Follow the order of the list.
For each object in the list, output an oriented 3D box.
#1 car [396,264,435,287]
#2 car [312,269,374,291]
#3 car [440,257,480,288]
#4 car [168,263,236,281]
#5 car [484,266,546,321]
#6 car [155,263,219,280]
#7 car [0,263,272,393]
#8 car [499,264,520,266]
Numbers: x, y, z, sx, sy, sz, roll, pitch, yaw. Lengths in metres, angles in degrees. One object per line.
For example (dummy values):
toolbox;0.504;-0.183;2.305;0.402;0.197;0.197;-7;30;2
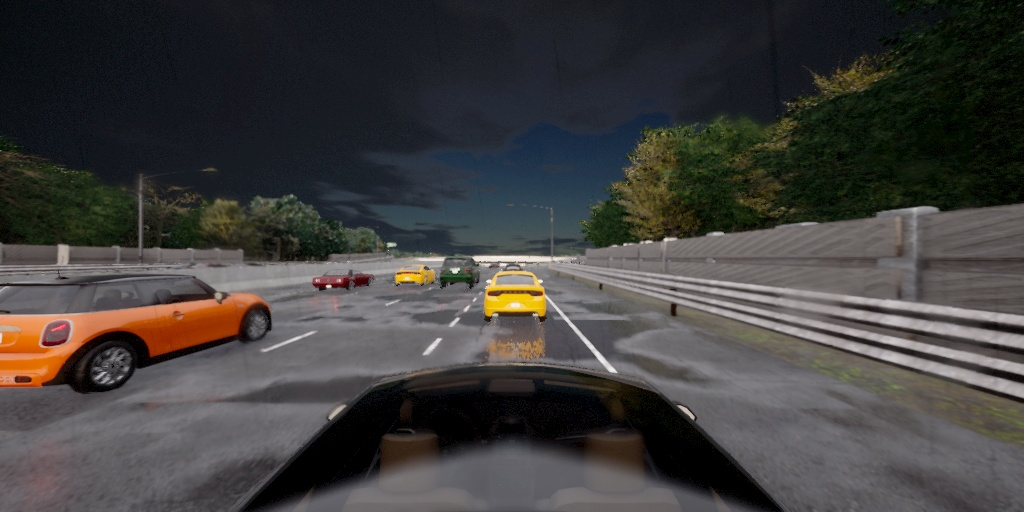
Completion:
car;-6.901;1.350;26.098;1.882;1.535;5.008;0;0;0
car;-10.401;1.451;22.584;1.895;1.301;4.718;0;0;0
car;-3.501;1.087;24.740;2.150;2.045;5.566;0;0;0
car;-28.076;1.391;32.772;1.882;1.535;5.008;0;-1;0
car;0.099;1.266;12.688;1.882;1.535;5.008;0;0;0
car;-31.557;1.435;35.078;1.837;1.490;4.892;0;-1;0
car;-6.899;1.113;6.878;2.097;1.767;4.553;0;0;0
car;0.098;1.430;30.971;1.812;1.442;4.674;0;0;0
